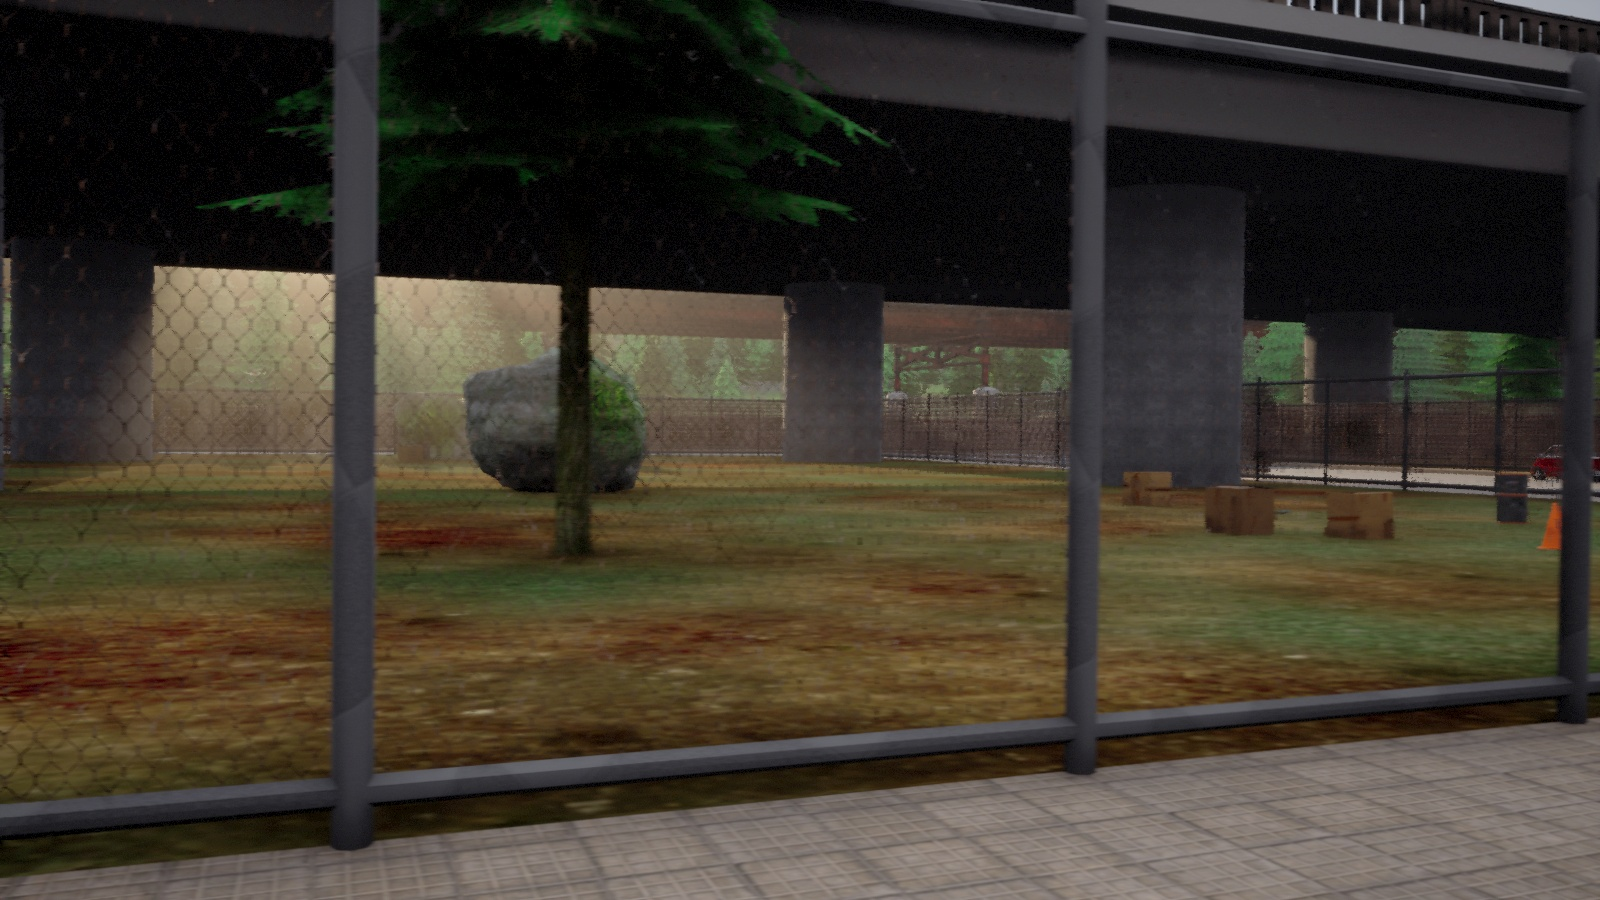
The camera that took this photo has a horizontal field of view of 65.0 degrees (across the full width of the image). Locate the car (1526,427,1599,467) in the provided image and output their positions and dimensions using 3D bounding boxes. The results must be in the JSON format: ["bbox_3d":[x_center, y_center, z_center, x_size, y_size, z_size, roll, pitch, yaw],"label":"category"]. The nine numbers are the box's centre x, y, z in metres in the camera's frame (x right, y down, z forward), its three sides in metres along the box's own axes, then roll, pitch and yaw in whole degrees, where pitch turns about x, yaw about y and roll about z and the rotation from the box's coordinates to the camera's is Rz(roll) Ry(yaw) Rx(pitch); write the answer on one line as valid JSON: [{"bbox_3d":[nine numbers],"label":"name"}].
[{"bbox_3d":[27.895,-0.135,45.608,1.481,1.376,2.207,-1,1,-21],"label":"car"}]
